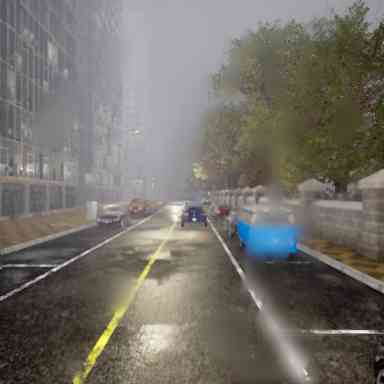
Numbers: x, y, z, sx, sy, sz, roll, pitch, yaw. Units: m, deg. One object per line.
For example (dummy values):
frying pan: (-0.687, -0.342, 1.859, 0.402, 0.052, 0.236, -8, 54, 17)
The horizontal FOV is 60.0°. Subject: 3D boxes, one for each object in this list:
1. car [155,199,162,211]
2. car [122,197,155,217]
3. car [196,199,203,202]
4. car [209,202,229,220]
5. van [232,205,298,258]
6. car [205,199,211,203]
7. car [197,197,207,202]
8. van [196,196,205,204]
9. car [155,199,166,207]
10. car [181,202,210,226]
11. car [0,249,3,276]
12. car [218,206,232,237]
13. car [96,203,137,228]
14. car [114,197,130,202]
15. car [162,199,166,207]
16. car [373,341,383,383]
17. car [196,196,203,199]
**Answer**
car: (-5.582, 1.836, 45.662, 1.752, 1.417, 4.829, 0, 0, -1)
car: (-5.464, 1.552, 34.551, 2.192, 1.841, 5.009, 0, 0, 0)
car: (0.023, 1.886, 41.771, 1.895, 1.301, 4.718, 0, 0, -1)
car: (2.738, 1.787, 29.727, 1.802, 1.307, 4.206, 0, 0, 0)
van: (2.749, 1.431, 12.876, 1.690, 1.788, 3.998, 0, 0, 0)
car: (2.700, 1.794, 35.347, 2.008, 1.369, 4.403, 0, 0, 0)
car: (2.387, 1.940, 57.829, 2.008, 1.369, 4.403, 0, 0, -1)
van: (1.836, 1.837, 74.695, 1.690, 1.788, 3.998, 0, 0, -2)
car: (-5.888, 1.965, 62.764, 1.887, 1.381, 4.507, 0, 0, -1)
car: (0.143, 1.697, 24.739, 1.812, 1.442, 4.674, 0, 0, 0)
car: (-5.446, 1.595, 6.374, 2.008, 1.369, 4.403, 0, 0, 0)
car: (2.763, 1.680, 18.491, 2.008, 1.369, 4.403, 0, 0, 0)
car: (-5.410, 1.712, 23.270, 2.008, 1.369, 4.403, 0, 0, 0)
car: (-19.414, 2.006, 92.424, 4.206, 1.307, 1.802, 1, -1, 2)
car: (-5.767, 1.909, 56.952, 1.752, 1.417, 4.829, 0, 0, -1)
car: (2.710, 1.578, 1.625, 1.947, 1.339, 4.313, 0, 0, 0)
car: (2.265, 1.952, 63.623, 1.752, 1.417, 4.829, 0, 0, -1)
